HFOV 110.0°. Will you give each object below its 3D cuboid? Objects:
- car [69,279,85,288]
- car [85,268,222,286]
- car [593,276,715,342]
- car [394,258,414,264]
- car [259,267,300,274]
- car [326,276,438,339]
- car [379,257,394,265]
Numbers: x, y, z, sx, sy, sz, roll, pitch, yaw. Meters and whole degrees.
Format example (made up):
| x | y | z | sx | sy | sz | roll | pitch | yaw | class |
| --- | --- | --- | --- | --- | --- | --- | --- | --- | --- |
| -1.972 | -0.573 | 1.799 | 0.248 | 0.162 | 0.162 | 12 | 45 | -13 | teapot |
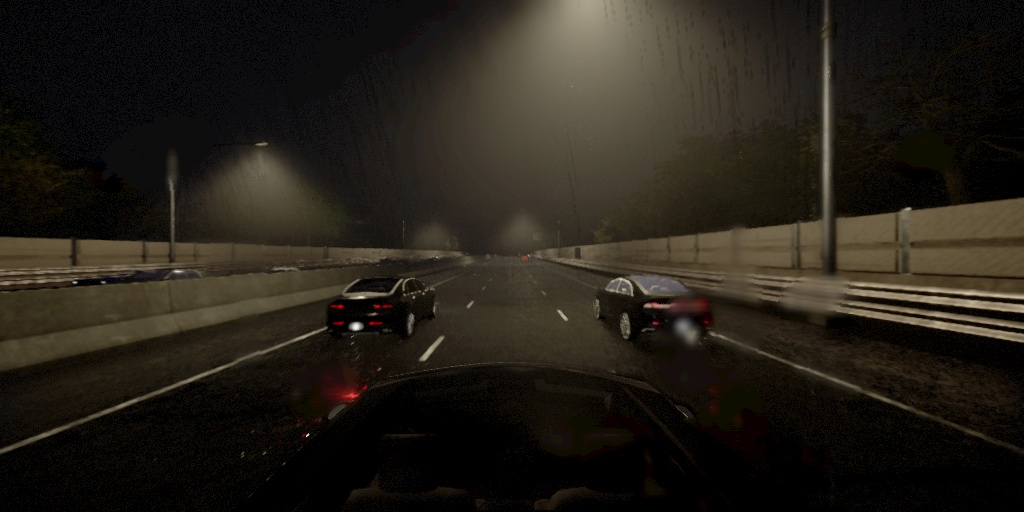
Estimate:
| x | y | z | sx | sy | sz | roll | pitch | yaw | class |
| --- | --- | --- | --- | --- | --- | --- | --- | --- | --- |
| -21.104 | 1.383 | 20.034 | 1.895 | 1.301 | 4.718 | 0 | 0 | 0 | car |
| -17.606 | 1.337 | 18.401 | 2.033 | 1.411 | 5.357 | 0 | 0 | 0 | car |
| 3.597 | 1.286 | 9.953 | 2.128 | 1.511 | 4.902 | 0 | 0 | 0 | car |
| -17.547 | 1.014 | 59.499 | 1.994 | 1.385 | 4.181 | 0 | 1 | 1 | car |
| -14.105 | 1.374 | 21.516 | 1.895 | 1.301 | 4.718 | 0 | 0 | 0 | car |
| -3.404 | 1.300 | 10.257 | 1.837 | 1.490 | 4.892 | 0 | 0 | 0 | car |
| -21.038 | 0.932 | 61.265 | 2.128 | 1.511 | 4.902 | 0 | 1 | 0 | car |
